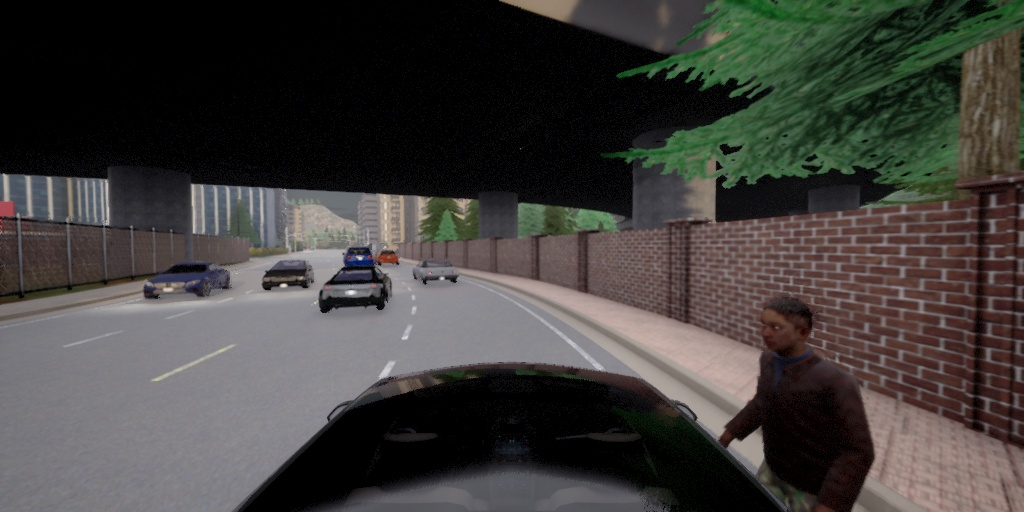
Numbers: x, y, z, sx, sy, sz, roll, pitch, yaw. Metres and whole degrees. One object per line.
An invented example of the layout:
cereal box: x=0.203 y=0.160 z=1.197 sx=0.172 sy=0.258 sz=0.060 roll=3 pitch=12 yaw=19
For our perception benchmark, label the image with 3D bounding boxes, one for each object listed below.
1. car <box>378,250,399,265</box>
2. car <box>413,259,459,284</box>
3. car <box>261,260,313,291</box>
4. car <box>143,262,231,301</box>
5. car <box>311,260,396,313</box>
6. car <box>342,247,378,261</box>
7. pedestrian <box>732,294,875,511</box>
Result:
car: x=-14.146 y=0.115 z=40.326 sx=2.097 sy=1.767 sz=4.553 roll=-1 pitch=2 yaw=-27
car: x=-4.568 y=0.840 z=20.862 sx=1.895 sy=1.301 sz=4.718 roll=-1 pitch=2 yaw=-24
car: x=-11.502 y=0.905 z=18.774 sx=2.033 sy=1.411 sz=5.357 roll=-1 pitch=2 yaw=-24
car: x=-14.058 y=0.988 z=15.859 sx=1.812 sy=1.442 sz=4.674 roll=-1 pitch=2 yaw=-23
car: x=-5.441 y=1.040 z=12.865 sx=1.994 sy=1.385 sz=4.181 roll=-1 pitch=2 yaw=-15
car: x=-13.079 y=0.257 z=30.445 sx=2.150 sy=2.045 sz=5.566 roll=-1 pitch=2 yaw=-27
pedestrian: x=1.395 y=1.030 z=1.756 sx=0.375 sy=1.860 sz=0.375 roll=-1 pitch=2 yaw=-3
